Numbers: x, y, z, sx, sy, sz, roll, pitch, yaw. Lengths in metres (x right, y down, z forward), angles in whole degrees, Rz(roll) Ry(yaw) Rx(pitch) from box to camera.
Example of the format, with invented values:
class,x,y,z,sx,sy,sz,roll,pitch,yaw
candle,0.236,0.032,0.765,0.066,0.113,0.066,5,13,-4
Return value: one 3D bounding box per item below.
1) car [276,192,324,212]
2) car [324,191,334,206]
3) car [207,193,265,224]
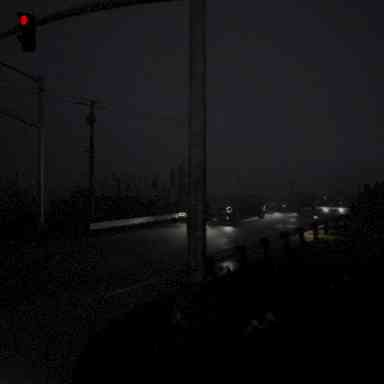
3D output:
class,x,y,z,sx,sy,sz,roll,pitch,yaw
car,8.783,0.766,27.642,2.128,1.511,4.902,0,1,42
car,15.473,0.636,34.816,2.097,1.767,4.553,0,-1,44
car,2.721,0.909,20.851,2.097,1.767,4.553,0,3,40
